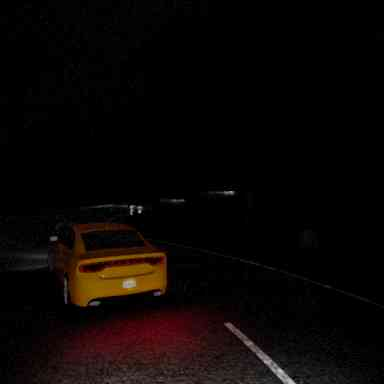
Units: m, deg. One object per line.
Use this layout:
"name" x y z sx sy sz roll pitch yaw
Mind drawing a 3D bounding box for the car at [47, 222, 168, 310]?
"car" -2.269 1.474 8.071 1.882 1.535 5.008 0 0 -28

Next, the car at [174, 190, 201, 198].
"car" -0.695 -0.090 55.527 2.150 2.045 5.566 0 5 37

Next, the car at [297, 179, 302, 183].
"car" 24.891 -2.711 80.007 1.837 1.490 4.892 0 5 39

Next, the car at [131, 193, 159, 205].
"car" -6.519 0.936 46.903 1.812 1.442 4.674 0 3 32

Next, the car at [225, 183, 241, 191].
"car" 8.604 -1.008 66.918 1.837 1.490 4.892 0 5 42
